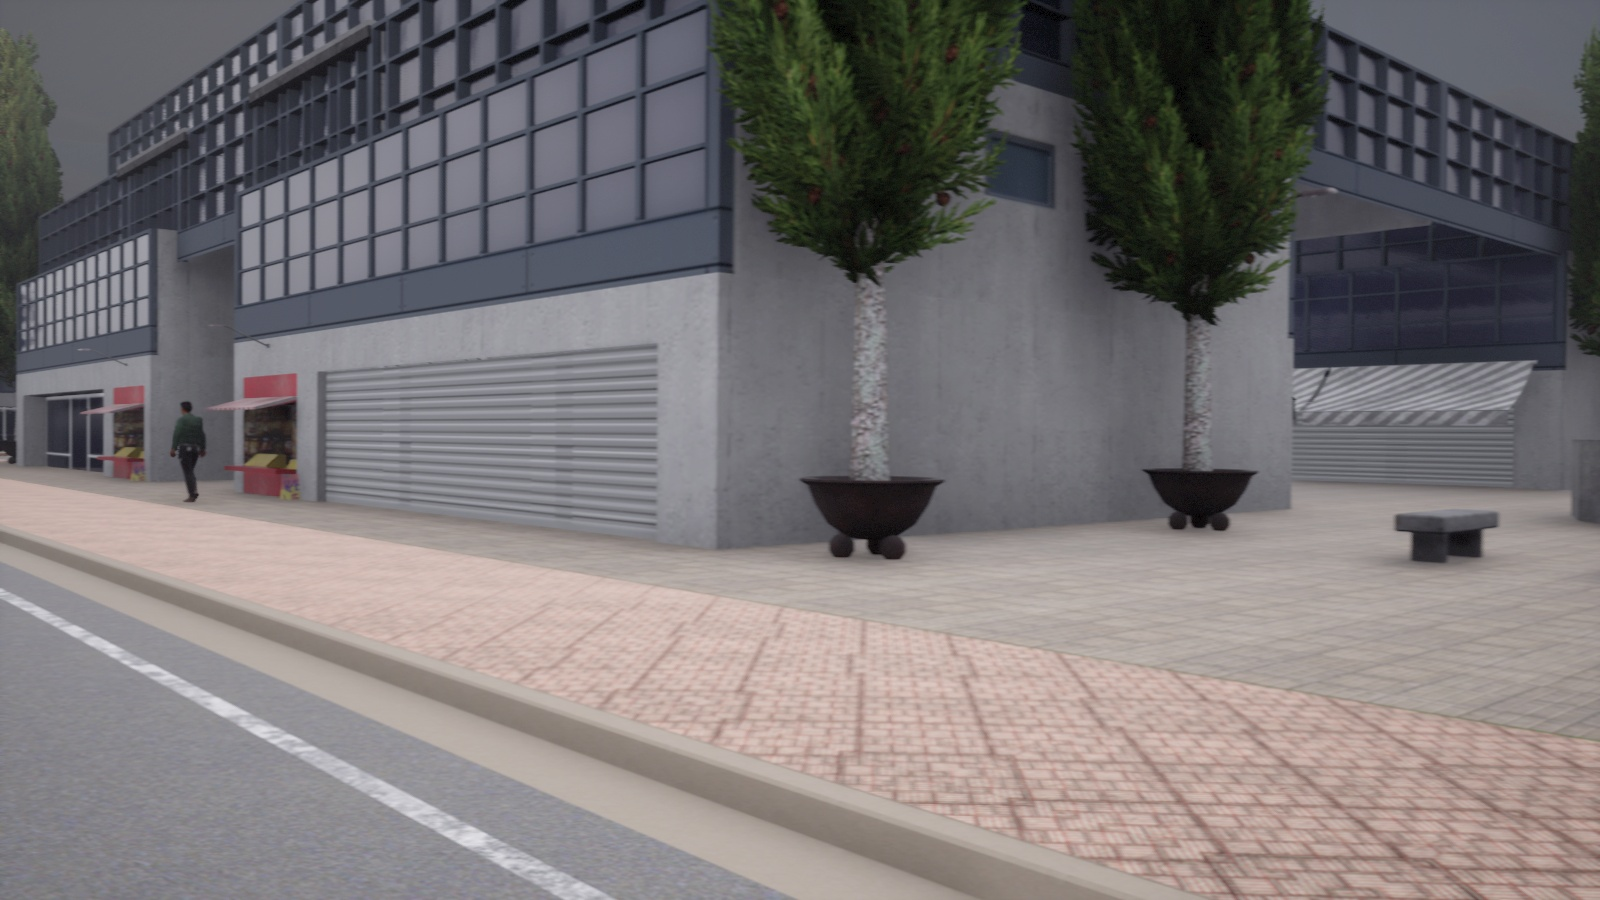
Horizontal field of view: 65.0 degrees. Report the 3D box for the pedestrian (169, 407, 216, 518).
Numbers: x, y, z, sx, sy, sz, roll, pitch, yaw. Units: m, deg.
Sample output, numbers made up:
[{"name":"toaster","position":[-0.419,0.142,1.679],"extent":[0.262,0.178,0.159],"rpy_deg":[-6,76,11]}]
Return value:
[{"name":"pedestrian","position":[-10.855,0.211,22.437],"extent":[0.788,1.949,0.423],"rpy_deg":[0,1,38]}]
